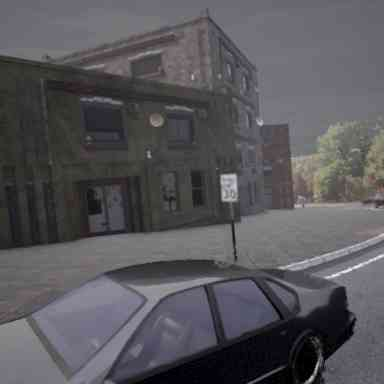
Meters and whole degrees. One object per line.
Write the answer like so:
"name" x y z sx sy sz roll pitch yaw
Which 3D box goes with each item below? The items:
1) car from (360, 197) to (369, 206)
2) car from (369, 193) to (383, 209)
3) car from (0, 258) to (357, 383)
"car" 28.690 1.359 52.853 1.882 1.535 5.008 -5 -2 -1
"car" 23.720 1.057 40.058 2.150 2.045 5.566 -4 -2 12
"car" -0.309 1.541 3.590 5.357 1.411 2.033 0 0 -37
